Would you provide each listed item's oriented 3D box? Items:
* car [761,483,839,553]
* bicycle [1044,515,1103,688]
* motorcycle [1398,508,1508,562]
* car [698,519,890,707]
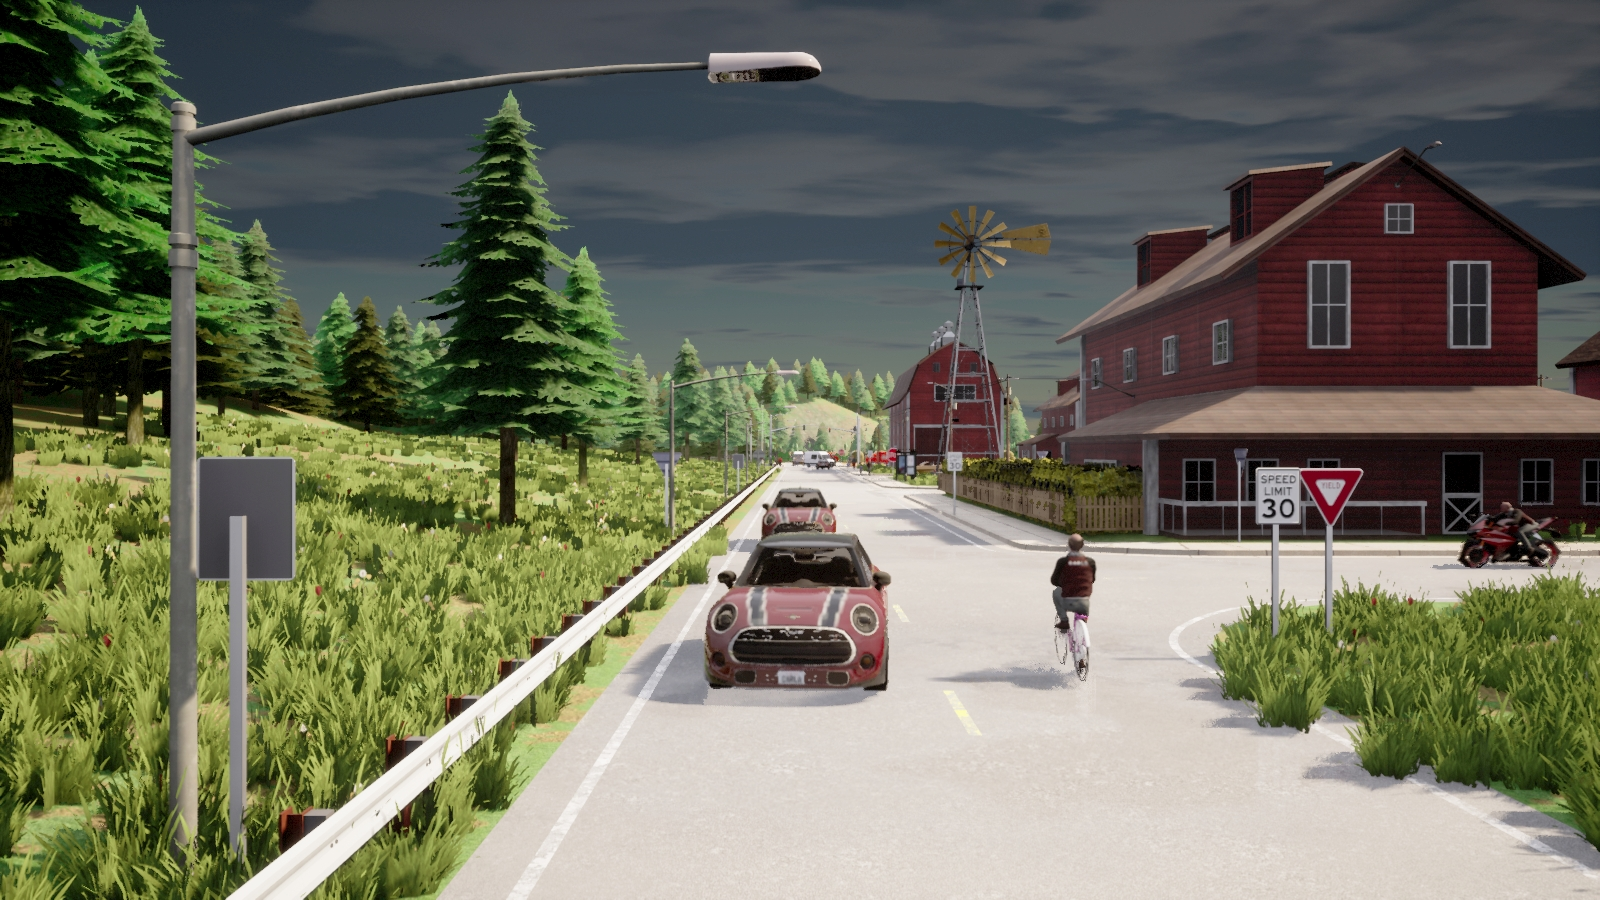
[{"bbox_3d":[0.024,1.904,33.263,2.097,1.767,4.553,0,0,1],"label":"car"},{"bbox_3d":[3.414,1.836,14.361,0.329,1.919,1.835,0,0,1],"label":"bicycle"},{"bbox_3d":[15.943,2.064,27.933,2.209,1.251,0.867,0,0,0],"label":"motorcycle"},{"bbox_3d":[0.109,1.908,14.705,2.097,1.767,4.553,0,0,5],"label":"car"}]
